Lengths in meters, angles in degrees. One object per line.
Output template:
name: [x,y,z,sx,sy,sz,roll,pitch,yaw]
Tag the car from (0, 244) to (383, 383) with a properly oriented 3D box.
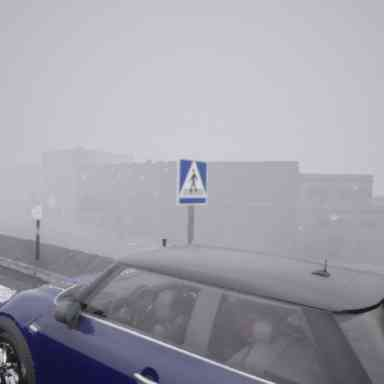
car: [-0.147,1.349,3.391,4.553,1.767,2.185,2,1,36]
